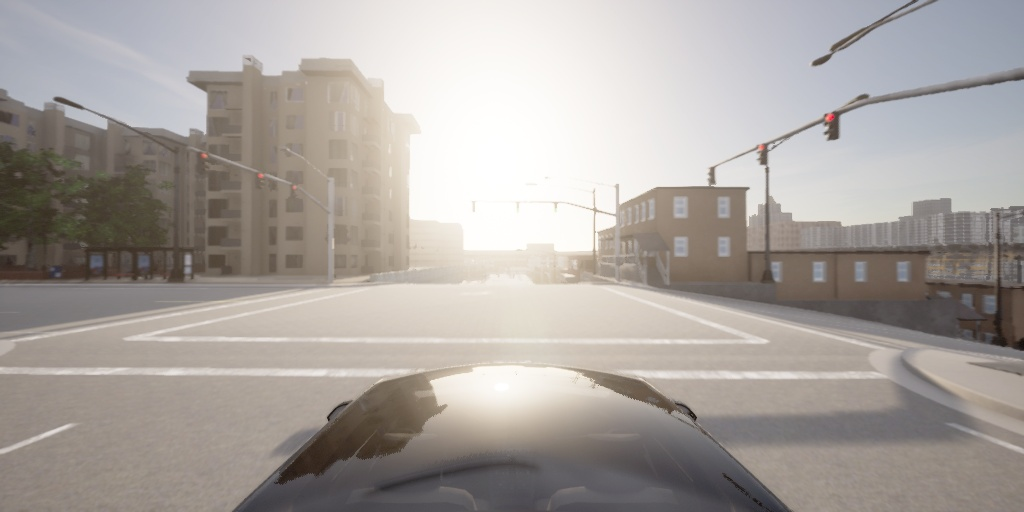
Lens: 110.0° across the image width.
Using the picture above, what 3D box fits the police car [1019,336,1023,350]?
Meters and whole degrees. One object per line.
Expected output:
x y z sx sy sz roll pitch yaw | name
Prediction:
28.796 4.756 18.019 4.974 1.542 2.038 15 -1 0 | police car
